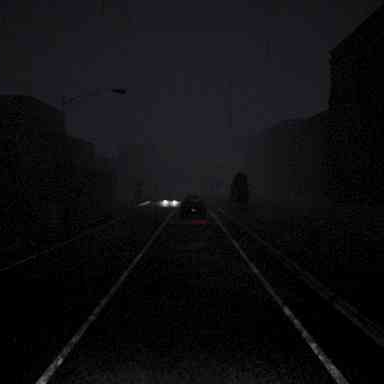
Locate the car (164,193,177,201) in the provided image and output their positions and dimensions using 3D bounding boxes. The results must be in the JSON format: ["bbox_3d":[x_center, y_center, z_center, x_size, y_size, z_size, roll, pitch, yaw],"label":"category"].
[{"bbox_3d":[-3.518,0.757,54.780,1.895,1.301,4.718,0,1,1],"label":"car"}]

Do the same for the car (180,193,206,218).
[{"bbox_3d":[0.103,1.121,26.201,1.882,1.535,5.008,0,1,0],"label":"car"}]

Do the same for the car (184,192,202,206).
[{"bbox_3d":[0.083,0.849,42.457,2.128,1.511,4.902,0,1,0],"label":"car"}]
